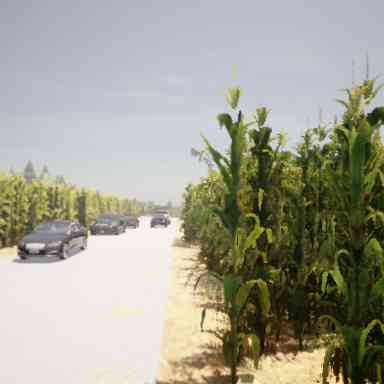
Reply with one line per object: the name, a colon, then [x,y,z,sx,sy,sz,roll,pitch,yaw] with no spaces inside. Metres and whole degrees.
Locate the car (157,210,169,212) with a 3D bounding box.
car: [-4.317,3.745,49.687,2.150,2.045,5.566,1,-3,-2]

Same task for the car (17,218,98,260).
car: [-6.142,2.086,15.198,2.128,1.511,4.902,1,-2,-2]

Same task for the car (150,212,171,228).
car: [-3.870,3.460,39.558,1.837,1.490,4.892,1,-3,-2]

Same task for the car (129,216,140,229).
car: [-6.968,3.292,36.726,1.994,1.385,4.181,1,-4,-1]

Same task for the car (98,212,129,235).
car: [-6.574,2.422,26.273,2.097,1.767,4.553,1,-3,-2]
